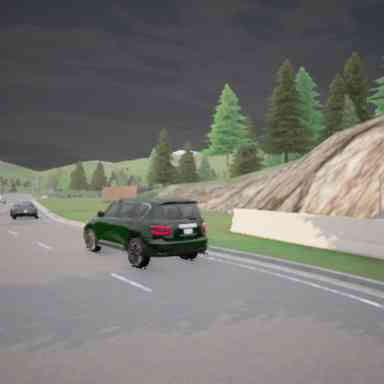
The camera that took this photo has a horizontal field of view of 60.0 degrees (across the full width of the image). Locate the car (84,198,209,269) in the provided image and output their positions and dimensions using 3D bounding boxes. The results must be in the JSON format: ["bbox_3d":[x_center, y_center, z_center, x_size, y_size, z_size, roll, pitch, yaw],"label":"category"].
[{"bbox_3d":[-1.807,1.216,11.554,2.150,2.045,5.566,0,0,-39],"label":"car"}]

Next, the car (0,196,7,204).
[{"bbox_3d":[-35.820,1.524,62.359,1.812,1.442,4.674,0,0,-27],"label":"car"}]

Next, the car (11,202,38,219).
[{"bbox_3d":[-14.697,1.561,29.121,1.994,1.385,4.181,0,0,-30],"label":"car"}]
